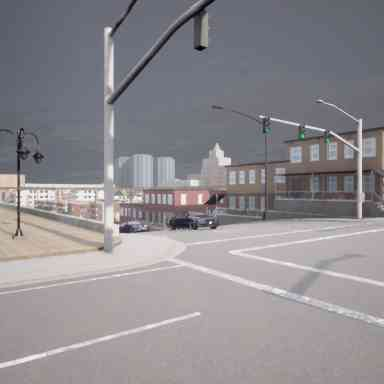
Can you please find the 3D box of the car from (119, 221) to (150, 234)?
[{"bbox_3d":[-5.810,3.504,32.152,1.812,1.442,4.674,0,-12,-37],"label":"car"}]

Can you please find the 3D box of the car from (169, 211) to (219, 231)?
[{"bbox_3d":[0.061,2.054,24.187,1.994,1.385,4.181,0,-4,-36],"label":"car"}]
